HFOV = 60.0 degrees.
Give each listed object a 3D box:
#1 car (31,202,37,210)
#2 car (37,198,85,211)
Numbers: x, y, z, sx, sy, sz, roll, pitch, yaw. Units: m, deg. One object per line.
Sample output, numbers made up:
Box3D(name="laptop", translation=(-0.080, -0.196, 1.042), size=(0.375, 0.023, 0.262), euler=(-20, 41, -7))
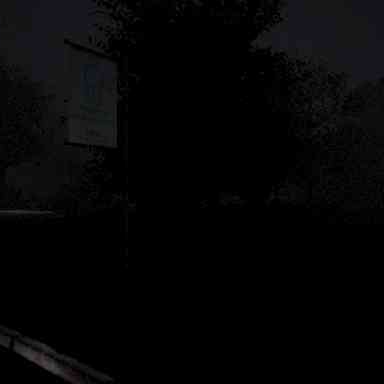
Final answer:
Box3D(name="car", translation=(-17.956, 1.479, 42.477), size=(2.128, 1.511, 4.902), euler=(0, 0, 38))
Box3D(name="car", translation=(-15.416, 1.467, 40.048), size=(1.882, 1.535, 5.008), euler=(0, 1, 38))
